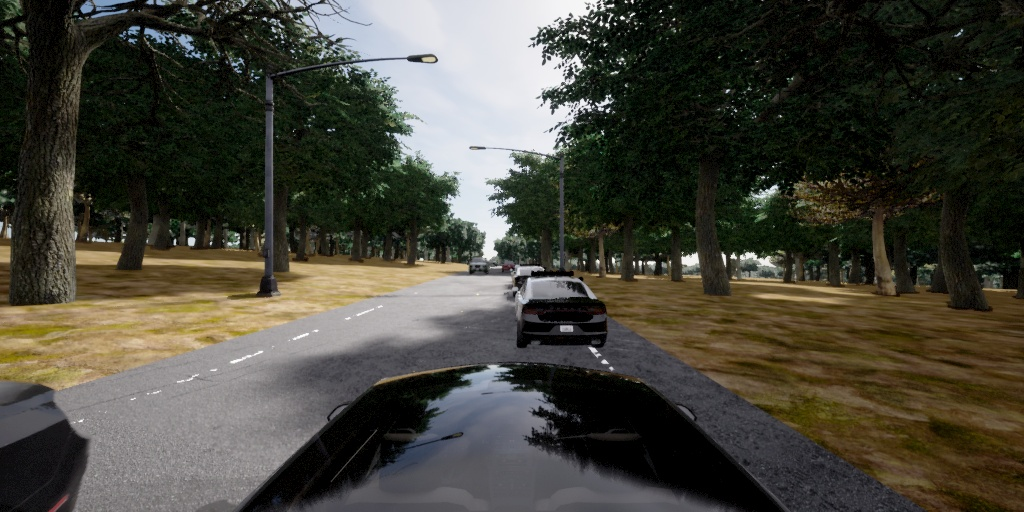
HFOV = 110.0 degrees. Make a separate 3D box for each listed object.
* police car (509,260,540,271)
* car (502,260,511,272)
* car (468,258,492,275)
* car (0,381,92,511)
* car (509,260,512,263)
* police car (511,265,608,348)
[{"bbox_3d":[0.969,1.221,19.451,1.930,1.638,5.238,-1,0,0],"label":"police car"},{"bbox_3d":[-0.411,1.407,51.681,2.097,1.767,4.553,0,-1,-1],"label":"car"},{"bbox_3d":[-3.947,1.200,43.291,2.150,2.045,5.566,0,0,0],"label":"car"},{"bbox_3d":[-3.601,1.253,0.170,1.837,1.490,4.892,0,0,0],"label":"car"},{"bbox_3d":[0.910,1.298,25.353,1.882,1.535,5.008,-2,0,-1],"label":"car"},{"bbox_3d":[1.035,1.191,9.438,1.930,1.638,5.238,0,0,0],"label":"police car"}]
